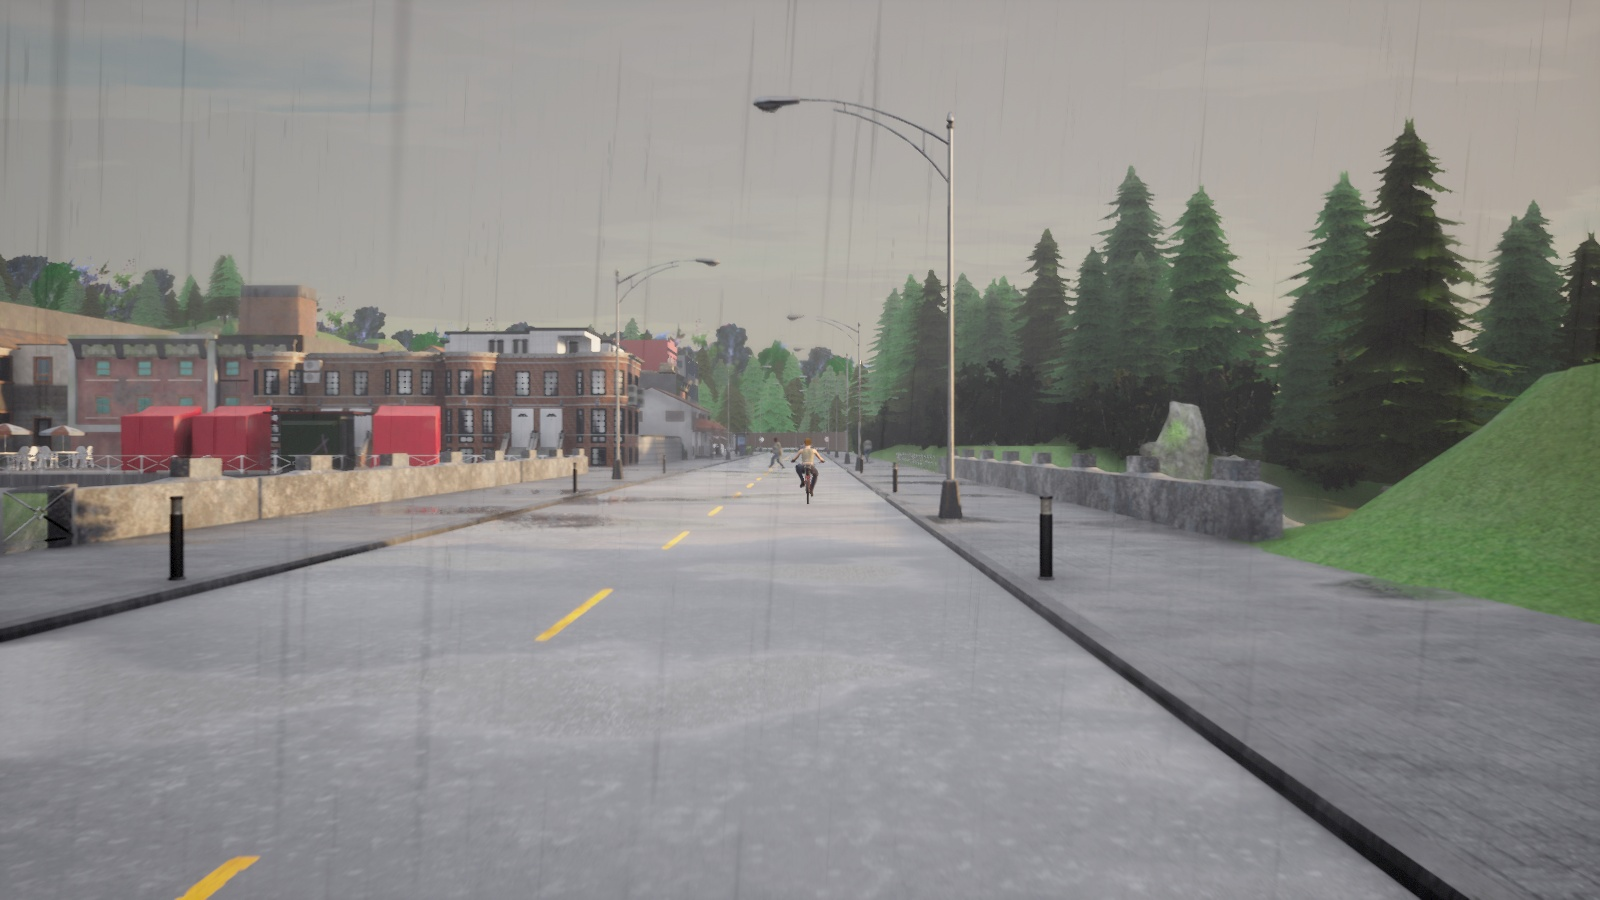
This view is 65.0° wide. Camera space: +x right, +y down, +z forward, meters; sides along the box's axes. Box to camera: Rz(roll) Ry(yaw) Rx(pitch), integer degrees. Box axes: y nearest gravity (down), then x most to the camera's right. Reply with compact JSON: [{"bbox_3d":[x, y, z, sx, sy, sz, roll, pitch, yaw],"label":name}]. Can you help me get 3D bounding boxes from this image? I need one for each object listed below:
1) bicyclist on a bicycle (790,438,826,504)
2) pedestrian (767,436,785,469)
[{"bbox_3d":[0.193,0.507,31.222,0.866,1.612,1.509,0,0,0],"label":"bicyclist on a bicycle"},{"bbox_3d":[-1.351,0.149,70.357,0.900,1.855,0.874,0,0,-8],"label":"pedestrian"}]
